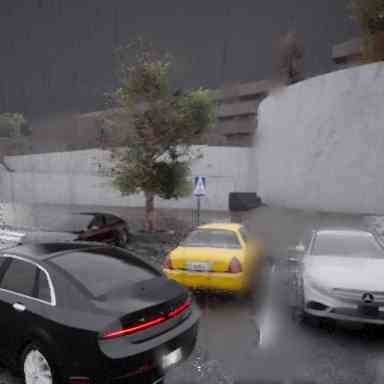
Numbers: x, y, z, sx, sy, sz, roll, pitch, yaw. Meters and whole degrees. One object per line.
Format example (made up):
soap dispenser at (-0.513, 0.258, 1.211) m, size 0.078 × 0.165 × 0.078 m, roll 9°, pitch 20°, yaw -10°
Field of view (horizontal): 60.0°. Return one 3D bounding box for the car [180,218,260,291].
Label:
car at (0.832, 1.488, 9.103) m, size 1.946 × 1.575 × 5.366 m, roll 0°, pitch -1°, yaw 16°

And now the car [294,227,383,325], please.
car at (3.236, 1.529, 7.182) m, size 2.002 × 1.452 × 4.674 m, roll 1°, pitch -1°, yaw 15°

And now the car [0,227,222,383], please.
car at (-2.176, 1.497, 4.933) m, size 4.892 × 1.490 × 1.837 m, roll 0°, pitch 0°, yaw 36°

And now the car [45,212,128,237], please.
car at (-4.104, 1.508, 12.384) m, size 2.163 × 1.488 × 4.792 m, roll 1°, pitch -1°, yaw 15°
